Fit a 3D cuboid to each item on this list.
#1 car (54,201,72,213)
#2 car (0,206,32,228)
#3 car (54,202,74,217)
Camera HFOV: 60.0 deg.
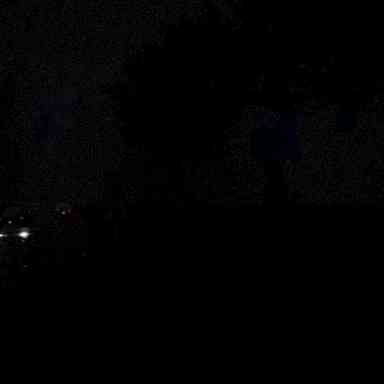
[{"bbox_3d":[-17.746,2.007,45.560,2.033,1.411,5.357,0,0,-23],"label":"car"},{"bbox_3d":[-13.290,1.827,25.113,1.812,1.442,4.674,0,-1,-19],"label":"car"},{"bbox_3d":[-13.852,1.904,35.987,1.812,1.442,4.674,0,0,-20],"label":"car"}]
